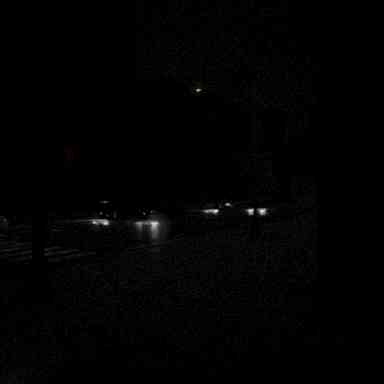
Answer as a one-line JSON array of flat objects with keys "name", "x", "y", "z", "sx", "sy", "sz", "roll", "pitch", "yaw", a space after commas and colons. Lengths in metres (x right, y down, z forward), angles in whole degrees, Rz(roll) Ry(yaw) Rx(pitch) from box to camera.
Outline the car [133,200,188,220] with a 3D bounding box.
[{"name": "car", "x": -2.234, "y": 1.416, "z": 27.314, "sx": 1.837, "sy": 1.490, "sz": 4.892, "roll": 0, "pitch": 0, "yaw": 35}]

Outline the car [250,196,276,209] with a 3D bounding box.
[{"name": "car", "x": 9.372, "y": 1.303, "z": 43.660, "sx": 1.882, "sy": 1.535, "sz": 5.008, "roll": 0, "pitch": 0, "yaw": 36}]

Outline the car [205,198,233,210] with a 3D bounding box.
[{"name": "car", "x": 3.327, "y": 1.421, "z": 40.777, "sx": 1.994, "sy": 1.385, "sz": 4.181, "roll": 0, "pitch": 0, "yaw": 35}]

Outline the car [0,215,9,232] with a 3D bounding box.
[{"name": "car", "x": -10.884, "y": 1.503, "z": 15.090, "sx": 1.812, "sy": 1.442, "sz": 4.674, "roll": 0, "pitch": 0, "yaw": 35}]

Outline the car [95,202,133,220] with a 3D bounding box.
[{"name": "car", "x": -5.959, "y": 1.489, "z": 27.675, "sx": 1.994, "sy": 1.385, "sz": 4.181, "roll": 0, "pitch": 0, "yaw": 35}]
